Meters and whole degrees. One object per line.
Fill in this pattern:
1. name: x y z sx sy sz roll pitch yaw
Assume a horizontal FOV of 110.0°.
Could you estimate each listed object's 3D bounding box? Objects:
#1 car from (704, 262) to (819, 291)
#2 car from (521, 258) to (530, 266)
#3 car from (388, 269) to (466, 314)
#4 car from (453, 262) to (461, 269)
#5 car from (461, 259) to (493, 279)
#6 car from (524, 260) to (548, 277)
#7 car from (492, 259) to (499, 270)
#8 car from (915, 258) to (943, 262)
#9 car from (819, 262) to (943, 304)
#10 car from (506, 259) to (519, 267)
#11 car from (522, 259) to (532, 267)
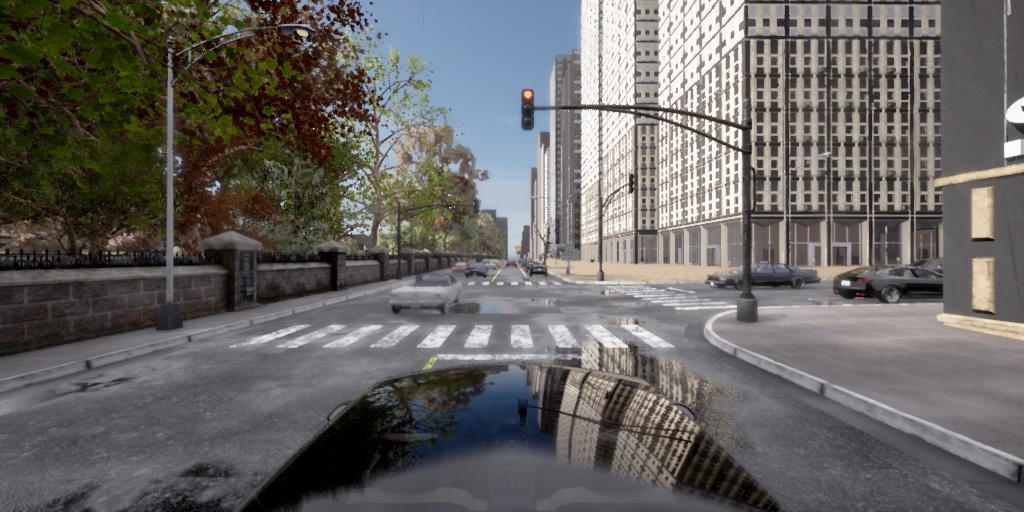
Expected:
1. car: 13.389 1.049 19.277 5.357 1.411 2.033 -1 0 -1
2. car: 2.538 1.328 47.314 1.948 1.339 4.313 0 0 0
3. car: -3.141 1.350 13.830 1.895 1.301 4.718 0 0 0
4. car: -5.824 1.340 41.654 1.802 1.307 4.207 0 0 0
5. car: -3.206 1.302 33.564 2.033 1.411 5.357 0 0 0
6. car: 2.575 1.322 36.049 1.948 1.339 4.313 0 0 0
7. car: -3.259 1.365 50.861 1.895 1.301 4.718 0 0 0
8. car: 23.118 0.841 19.373 4.892 1.490 1.837 -1 0 0
9. car: 14.647 1.023 13.507 4.313 1.339 1.948 0 0 0
10. car: -0.110 1.304 65.313 1.812 1.442 4.674 0 0 0
11. car: 2.556 1.324 41.682 1.948 1.339 4.313 0 0 0
